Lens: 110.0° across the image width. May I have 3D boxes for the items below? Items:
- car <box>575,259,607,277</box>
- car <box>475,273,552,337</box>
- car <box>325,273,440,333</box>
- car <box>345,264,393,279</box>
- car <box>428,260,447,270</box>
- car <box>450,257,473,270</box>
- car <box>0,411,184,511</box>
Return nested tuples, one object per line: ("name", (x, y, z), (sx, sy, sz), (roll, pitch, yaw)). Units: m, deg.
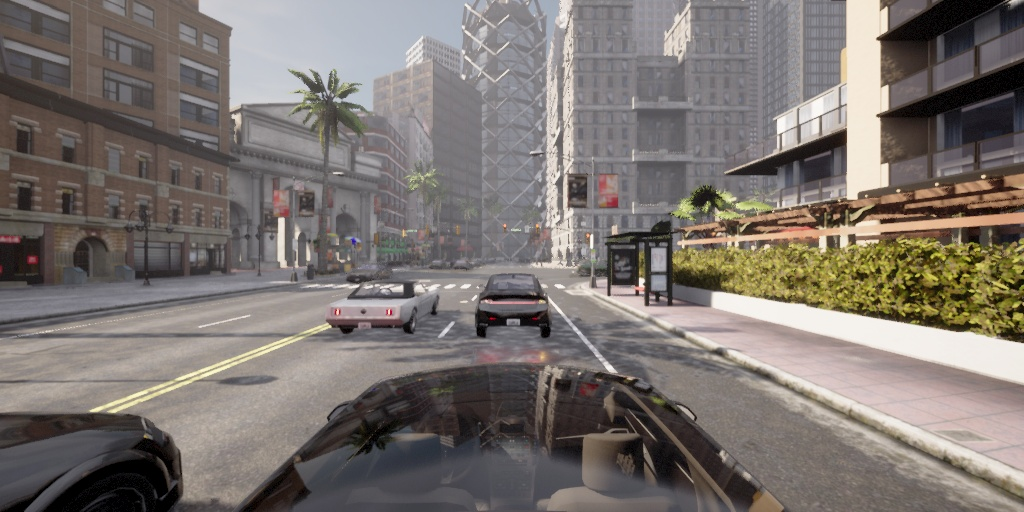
("car", (8.516, 1.088, 34.830), (4.553, 1.767, 2.097), (0, 0, 4))
("car", (0.041, 1.238, 10.289), (2.128, 1.511, 4.902), (0, 0, 0))
("car", (-3.457, 1.347, 10.668), (1.895, 1.301, 4.718), (0, 0, 0))
("car", (-10.655, 1.286, 27.329), (2.033, 1.411, 5.357), (0, 0, 0))
("car", (-10.705, 1.276, 52.123), (2.033, 1.411, 5.357), (0, 0, 0))
("car", (-7.115, 1.276, 50.653), (2.033, 1.411, 5.357), (0, 0, -2))
("car", (-3.392, 1.314, 0.849), (1.994, 1.385, 4.181), (0, 0, 0))
